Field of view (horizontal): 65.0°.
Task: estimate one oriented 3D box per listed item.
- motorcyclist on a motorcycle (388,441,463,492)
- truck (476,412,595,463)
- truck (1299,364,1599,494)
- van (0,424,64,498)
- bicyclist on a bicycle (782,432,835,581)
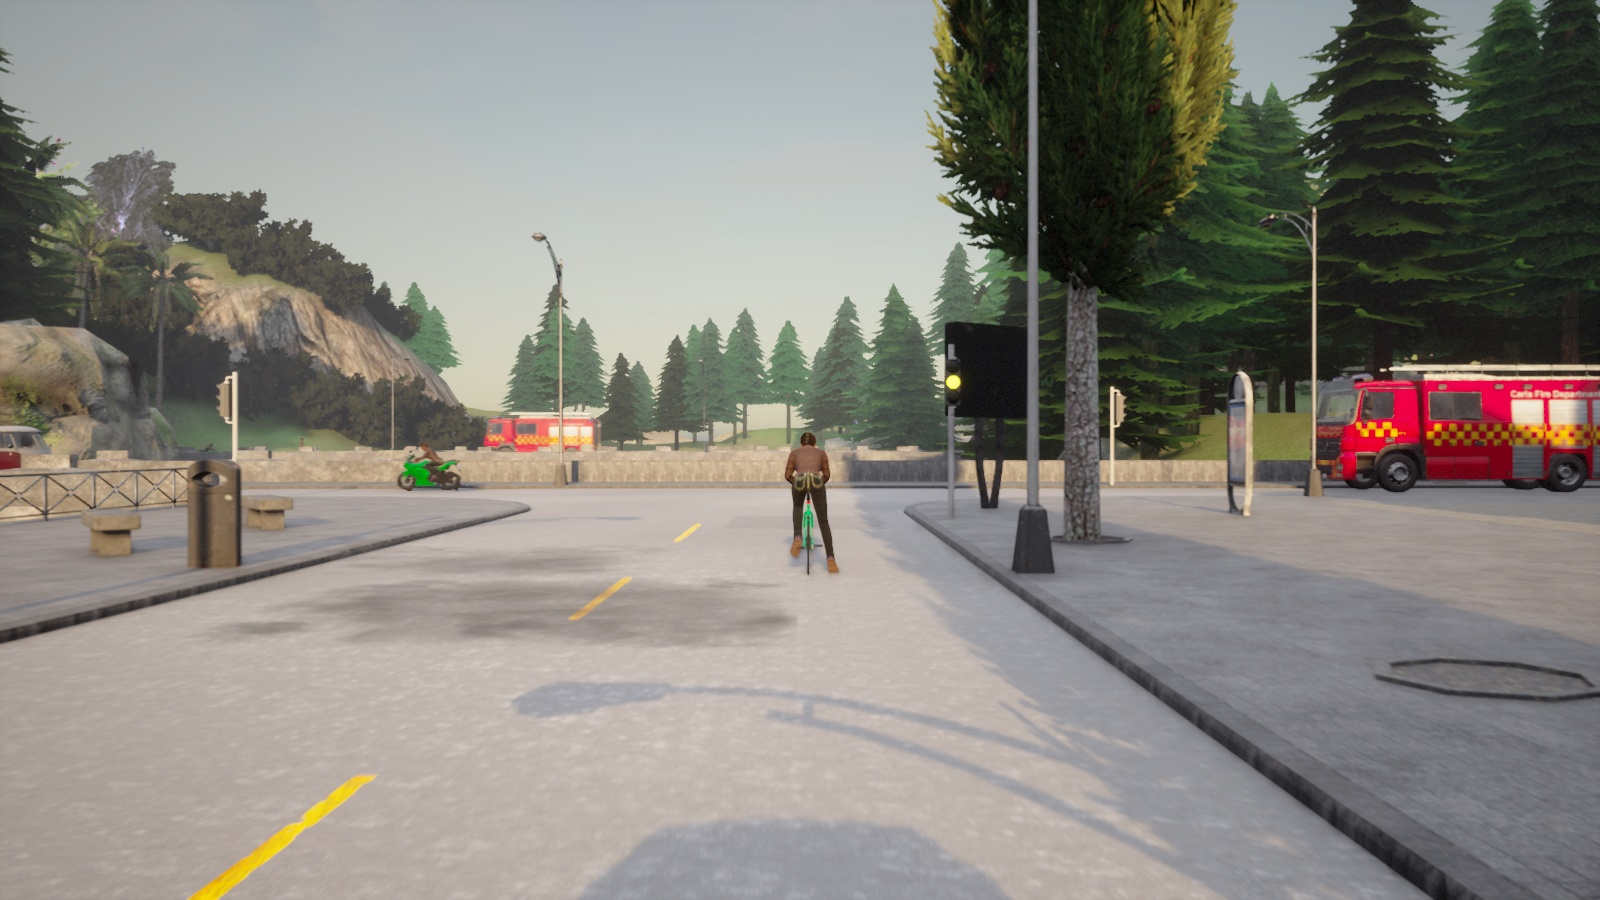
[{"bbox_3d":[-11.521,0.502,38.640,2.044,1.523,0.797,0,1,5],"label":"motorcyclist on a motorcycle"},{"bbox_3d":[-20.231,-0.977,96.302,8.468,3.827,2.891,0,0,0],"label":"truck"},{"bbox_3d":[20.117,-0.619,38.543,8.468,3.827,2.891,0,0,0],"label":"truck"},{"bbox_3d":[-23.134,0.284,34.811,4.442,1.987,1.775,0,0,0],"label":"van"},{"bbox_3d":[0.096,0.617,14.558,0.582,1.620,1.656,0,0,0],"label":"bicyclist on a bicycle"}]
